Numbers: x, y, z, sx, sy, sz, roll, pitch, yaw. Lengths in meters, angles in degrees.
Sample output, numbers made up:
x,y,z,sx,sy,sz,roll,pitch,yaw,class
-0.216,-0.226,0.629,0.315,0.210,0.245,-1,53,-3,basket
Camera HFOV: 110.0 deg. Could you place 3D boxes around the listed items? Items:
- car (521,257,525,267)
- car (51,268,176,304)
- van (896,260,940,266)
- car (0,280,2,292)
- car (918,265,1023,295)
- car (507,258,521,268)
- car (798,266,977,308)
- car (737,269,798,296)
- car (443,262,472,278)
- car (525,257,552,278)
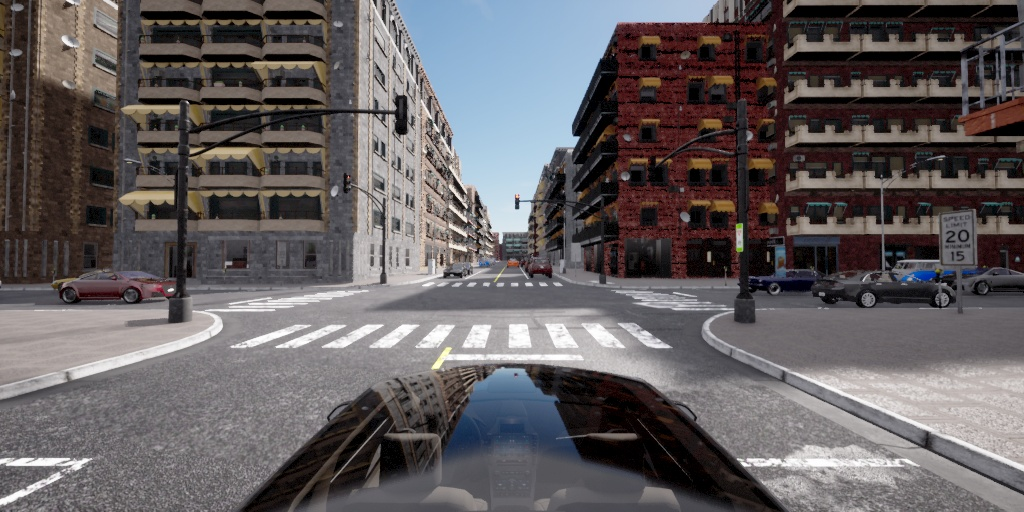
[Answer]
x,y,z,sx,sy,sz,roll,pitch,yaw,class
2.628,1.086,44.812,2.192,1.841,5.009,0,0,0,car
-17.187,1.339,15.978,4.181,1.385,1.994,0,-1,0,car
24.931,1.115,21.216,3.998,1.789,1.690,0,0,0,van
-26.676,1.027,16.022,5.566,2.045,2.150,0,-1,0,car
24.582,1.287,18.768,4.181,1.385,1.994,0,-1,0,car
0.186,1.176,63.723,2.097,1.767,4.553,0,0,0,car
13.762,1.185,13.380,4.403,1.370,2.007,0,0,0,car
14.576,1.347,18.804,4.718,1.301,1.895,0,-1,-2,car
-5.269,1.328,33.655,1.948,1.339,4.313,0,0,0,car
2.612,1.076,33.689,2.192,1.841,5.009,0,0,0,car
